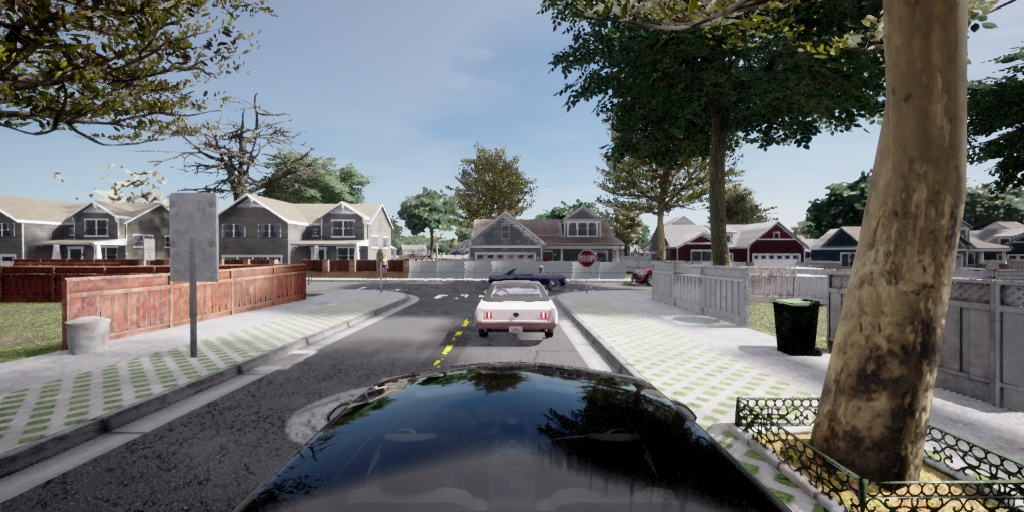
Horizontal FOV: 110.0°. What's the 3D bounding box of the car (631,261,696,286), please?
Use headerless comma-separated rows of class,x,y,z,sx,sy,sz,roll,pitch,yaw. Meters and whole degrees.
car,10.671,1.133,24.750,4.553,1.767,2.097,0,1,-1

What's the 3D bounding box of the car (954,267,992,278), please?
car,31.038,1.459,24.948,4.718,1.301,1.895,0,1,2

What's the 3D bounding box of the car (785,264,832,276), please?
car,19.975,1.309,24.842,4.902,1.511,2.128,0,1,0

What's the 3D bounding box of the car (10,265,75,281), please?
car,-27.255,1.222,21.427,4.181,1.385,1.994,0,1,0

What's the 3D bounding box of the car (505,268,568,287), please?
car,0.953,1.360,21.717,4.718,1.301,1.895,0,0,-1

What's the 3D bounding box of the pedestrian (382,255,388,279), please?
pedestrian,-9.767,0.809,27.451,0.375,1.860,0.375,0,0,-1

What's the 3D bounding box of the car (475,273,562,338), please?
car,0.123,1.349,10.220,1.895,1.301,4.718,0,0,1

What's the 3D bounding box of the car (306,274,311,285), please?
car,-14.675,1.233,21.545,4.674,1.442,1.812,0,1,-1
